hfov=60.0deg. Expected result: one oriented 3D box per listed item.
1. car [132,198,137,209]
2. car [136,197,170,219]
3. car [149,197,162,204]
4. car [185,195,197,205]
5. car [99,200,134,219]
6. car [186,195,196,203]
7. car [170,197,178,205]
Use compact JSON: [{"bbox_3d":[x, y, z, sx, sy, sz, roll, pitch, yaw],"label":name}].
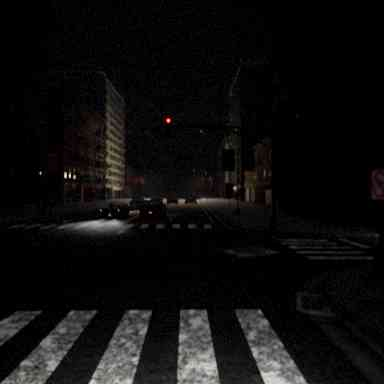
[{"bbox_3d":[-6.730,1.482,40.984,1.812,1.442,4.674,0,0,0],"label":"car"},{"bbox_3d":[-3.244,1.449,28.357,1.882,1.535,5.008,0,0,0],"label":"car"},{"bbox_3d":[-6.723,1.530,61.885,1.895,1.301,4.718,0,0,0],"label":"car"},{"bbox_3d":[-0.192,1.285,58.608,2.097,1.767,4.553,0,0,0],"label":"car"},{"bbox_3d":[-6.695,1.571,29.263,1.895,1.301,4.718,0,0,0],"label":"car"},{"bbox_3d":[-0.226,1.398,68.640,1.882,1.535,5.008,0,0,0],"label":"car"},{"bbox_3d":[-3.443,1.534,58.703,1.895,1.301,4.718,0,0,0],"label":"car"}]
